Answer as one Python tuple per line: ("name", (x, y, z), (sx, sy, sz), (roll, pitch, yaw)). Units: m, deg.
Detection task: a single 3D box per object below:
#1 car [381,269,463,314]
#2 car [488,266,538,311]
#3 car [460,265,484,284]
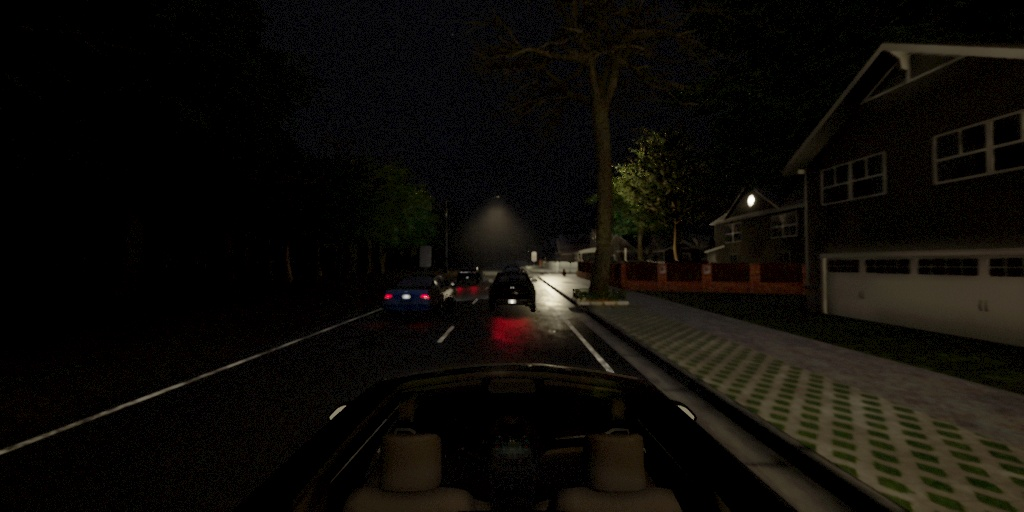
("car", (-3.487, 1.423, 14.385), (2.033, 1.411, 5.357), (0, -1, 0))
("car", (0.024, 1.391, 15.334), (1.837, 1.490, 4.892), (0, 0, 1))
("car", (-3.470, 1.496, 30.344), (2.128, 1.511, 4.902), (0, 0, 0))
